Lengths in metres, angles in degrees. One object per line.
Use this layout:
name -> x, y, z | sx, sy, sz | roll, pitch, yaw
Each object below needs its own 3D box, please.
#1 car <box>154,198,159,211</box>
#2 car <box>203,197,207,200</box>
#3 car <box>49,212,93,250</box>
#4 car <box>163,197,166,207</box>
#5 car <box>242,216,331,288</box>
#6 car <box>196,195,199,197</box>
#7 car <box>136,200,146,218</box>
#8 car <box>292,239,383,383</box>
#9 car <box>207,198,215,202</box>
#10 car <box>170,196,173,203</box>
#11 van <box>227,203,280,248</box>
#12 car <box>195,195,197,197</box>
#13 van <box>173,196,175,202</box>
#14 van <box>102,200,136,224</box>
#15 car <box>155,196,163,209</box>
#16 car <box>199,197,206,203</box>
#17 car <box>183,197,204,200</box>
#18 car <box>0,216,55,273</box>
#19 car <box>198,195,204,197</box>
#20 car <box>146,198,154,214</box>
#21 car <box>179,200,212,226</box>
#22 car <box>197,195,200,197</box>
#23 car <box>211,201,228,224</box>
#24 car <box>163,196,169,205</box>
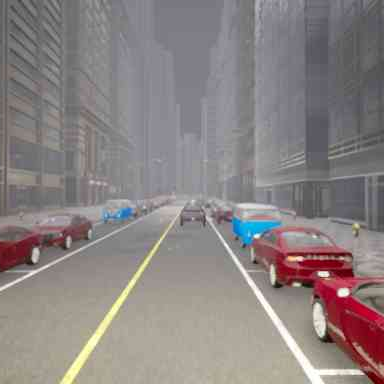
car -> -5.798, 1.807, 42.827 | 1.947, 1.339, 4.313 | 0, 0, 0
car -> 2.722, 1.814, 48.448 | 1.887, 1.381, 4.507 | 0, 0, 0
car -> -5.772, 1.629, 14.819 | 1.887, 1.381, 4.507 | 0, 0, 0
car -> -5.809, 1.869, 54.030 | 1.947, 1.339, 4.313 | 0, 0, 0
car -> 2.759, 1.596, 9.233 | 1.887, 1.381, 4.507 | 0, 0, 0
car -> 2.691, 1.905, 82.061 | 1.967, 1.590, 4.097 | 0, 0, 0
car -> -5.788, 1.760, 31.623 | 1.802, 1.307, 4.206 | 0, 0, 0
car -> 2.764, 1.565, 3.632 | 1.887, 1.381, 4.507 | 0, 0, 0
car -> 2.738, 1.616, 31.642 | 1.967, 1.590, 4.097 | 0, 0, 0
car -> -5.823, 1.715, 70.836 | 2.192, 1.841, 5.009 | 0, 0, 0
van -> 2.754, 1.423, 14.836 | 1.690, 1.788, 3.998 | 0, 0, 0
car -> 2.680, 1.849, 93.265 | 2.192, 1.841, 5.009 | 0, 0, 0
van -> -5.834, 1.808, 82.039 | 1.690, 1.788, 3.998 | 0, 0, 0
van -> -5.782, 1.488, 26.023 | 1.690, 1.788, 3.998 | 0, 0, 0
car -> -5.803, 1.712, 48.429 | 1.967, 1.590, 4.097 | 0, 0, 0
car -> 2.685, 2.081, 87.661 | 1.802, 1.307, 4.206 | 0, 0, 0
car -> 0.061, 1.727, 42.259 | 2.128, 1.511, 4.902 | 0, 0, 0
car -> -5.767, 1.598, 9.216 | 1.887, 1.381, 4.507 | 0, 0, 0
car -> 2.701, 1.963, 70.856 | 1.947, 1.339, 4.313 | 0, 0, 0
car -> -5.792, 1.650, 37.226 | 1.967, 1.590, 4.097 | 0, 0, 0
car -> 0.077, 1.631, 24.864 | 2.128, 1.511, 4.902 | 0, 0, 0
car -> 2.695, 1.981, 76.457 | 2.008, 1.369, 4.403 | 0, 0, 0
car -> 2.743, 1.689, 26.040 | 1.887, 1.381, 4.507 | 0, 0, 0
car -> -5.813, 1.650, 59.633 | 2.192, 1.841, 5.009 | 0, 0, 0
